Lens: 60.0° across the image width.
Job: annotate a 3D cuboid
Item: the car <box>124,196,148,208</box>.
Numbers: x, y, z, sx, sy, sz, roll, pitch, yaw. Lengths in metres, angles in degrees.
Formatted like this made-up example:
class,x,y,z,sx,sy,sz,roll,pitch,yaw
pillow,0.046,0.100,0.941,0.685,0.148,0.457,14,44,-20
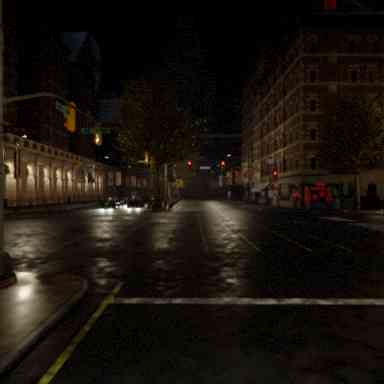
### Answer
class,x,y,z,sx,sy,sz,roll,pitch,yaw
car,-7.991,1.570,47.751,1.994,1.385,4.181,0,0,1

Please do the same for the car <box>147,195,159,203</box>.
class,x,y,z,sx,sy,sz,roll,pitch,yaw
car,-7.959,1.487,68.276,1.882,1.535,5.008,0,0,0

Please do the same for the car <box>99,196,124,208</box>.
class,x,y,z,sx,sy,sz,roll,pitch,yaw
car,-11.492,1.498,47.380,2.128,1.511,4.902,0,0,0

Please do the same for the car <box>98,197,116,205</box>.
class,x,y,z,sx,sy,sz,roll,pitch,yaw
car,-14.714,1.603,57.934,1.895,1.301,4.718,0,0,0

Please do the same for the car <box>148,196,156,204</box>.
class,x,y,z,sx,sy,sz,roll,pitch,yaw
car,-7.965,1.513,57.935,1.837,1.490,4.892,0,0,0

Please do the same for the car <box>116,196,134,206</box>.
class,x,y,z,sx,sy,sz,roll,pitch,yaw
car,-11.465,1.499,57.373,2.128,1.511,4.902,0,0,0

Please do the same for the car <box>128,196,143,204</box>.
class,x,y,z,sx,sy,sz,roll,pitch,yaw
car,-11.459,1.501,67.448,2.128,1.511,4.902,0,0,0
